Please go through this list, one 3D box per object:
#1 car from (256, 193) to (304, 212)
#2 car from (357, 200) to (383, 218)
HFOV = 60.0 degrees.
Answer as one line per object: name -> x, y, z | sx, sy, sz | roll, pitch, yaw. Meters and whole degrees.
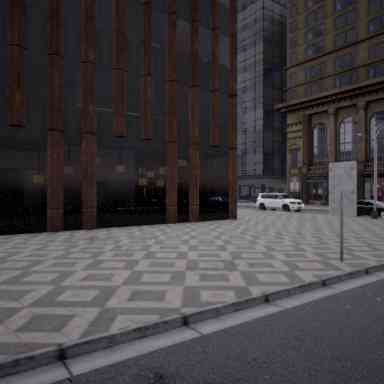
car -> 9.622, 1.143, 36.776 | 2.150, 2.045, 5.566 | 0, 0, -36
car -> 15.395, 1.454, 28.656 | 1.837, 1.490, 4.892 | 0, 0, -37
